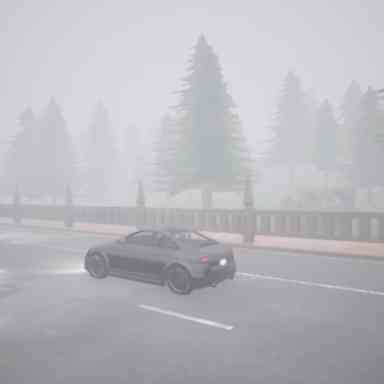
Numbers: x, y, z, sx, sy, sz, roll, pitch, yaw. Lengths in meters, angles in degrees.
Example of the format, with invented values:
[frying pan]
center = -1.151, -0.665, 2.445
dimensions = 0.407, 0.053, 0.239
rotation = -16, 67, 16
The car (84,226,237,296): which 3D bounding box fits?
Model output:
[car]
center = -0.935, 1.611, 8.841
dimensions = 4.181, 1.385, 1.994
rotation = -1, 0, 34
